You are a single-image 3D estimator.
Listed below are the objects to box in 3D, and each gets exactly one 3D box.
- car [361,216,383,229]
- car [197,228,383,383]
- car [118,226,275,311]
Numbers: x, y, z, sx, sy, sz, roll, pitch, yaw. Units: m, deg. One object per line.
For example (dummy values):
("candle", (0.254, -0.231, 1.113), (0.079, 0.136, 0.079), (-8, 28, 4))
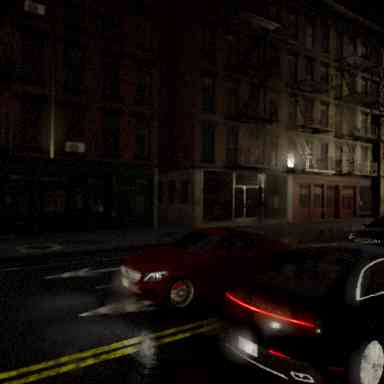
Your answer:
("car", (8.187, 1.671, 13.175), (4.892, 1.490, 1.837), (1, 0, -34))
("car", (2.635, 1.565, 5.234), (4.892, 1.490, 1.837), (1, -1, -35))
("car", (0.586, 1.586, 8.007), (4.674, 1.442, 1.812), (1, 0, -35))
